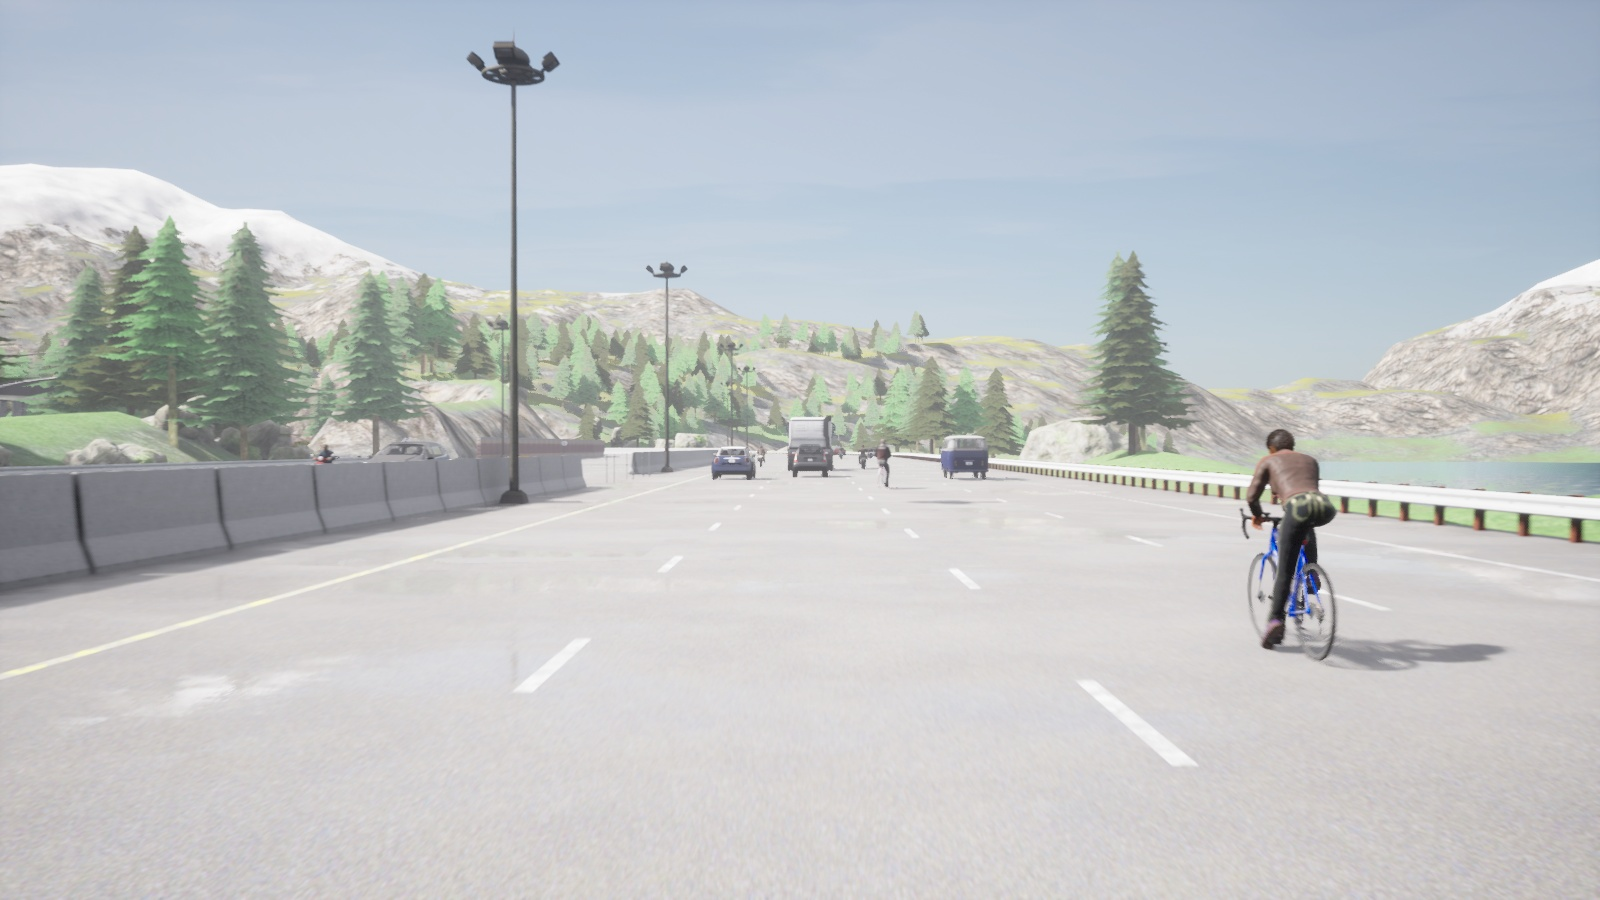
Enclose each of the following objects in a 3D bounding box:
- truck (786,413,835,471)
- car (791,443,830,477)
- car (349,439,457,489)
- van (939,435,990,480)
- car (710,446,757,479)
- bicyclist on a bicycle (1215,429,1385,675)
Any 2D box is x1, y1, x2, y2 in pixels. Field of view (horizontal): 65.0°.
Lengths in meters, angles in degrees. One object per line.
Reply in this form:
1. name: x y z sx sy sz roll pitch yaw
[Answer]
1. truck: 0.642 -0.474 78.593 2.891 3.462 7.936 0 0 1
2. car: 0.500 0.457 61.790 1.851 1.617 3.988 0 0 0
3. car: -13.658 0.447 43.476 2.242 1.667 4.611 0 0 1
4. van: 7.462 0.331 57.393 1.775 1.987 4.442 0 0 0
5. car: -3.032 0.533 58.068 1.970 1.475 3.806 0 0 0
6. bicyclist on a bicycle: 3.568 0.675 9.106 0.582 1.620 1.656 0 0 0
